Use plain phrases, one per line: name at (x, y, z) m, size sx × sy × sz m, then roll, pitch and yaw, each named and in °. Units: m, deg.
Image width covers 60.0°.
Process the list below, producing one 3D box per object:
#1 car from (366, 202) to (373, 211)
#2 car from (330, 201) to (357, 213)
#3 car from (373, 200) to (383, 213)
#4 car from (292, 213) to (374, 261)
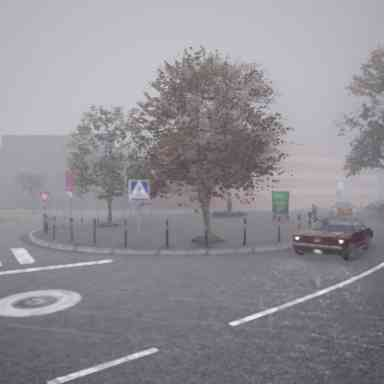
car at (28.294, 1.984, 50.266) m, size 4.553 × 1.767 × 2.097 m, roll 0°, pitch -1°, yaw -33°
car at (14.349, 1.673, 31.645) m, size 2.097 × 1.767 × 4.553 m, roll 0°, pitch -1°, yaw 20°
car at (27.423, 2.079, 45.755) m, size 4.892 × 1.490 × 1.837 m, roll 1°, pitch -2°, yaw -34°
car at (5.596, 1.701, 12.908) m, size 1.895 × 1.301 × 4.718 m, roll -1°, pitch -1°, yaw 39°
